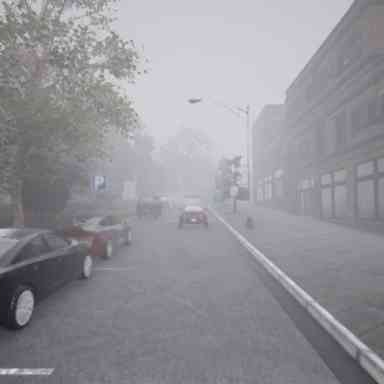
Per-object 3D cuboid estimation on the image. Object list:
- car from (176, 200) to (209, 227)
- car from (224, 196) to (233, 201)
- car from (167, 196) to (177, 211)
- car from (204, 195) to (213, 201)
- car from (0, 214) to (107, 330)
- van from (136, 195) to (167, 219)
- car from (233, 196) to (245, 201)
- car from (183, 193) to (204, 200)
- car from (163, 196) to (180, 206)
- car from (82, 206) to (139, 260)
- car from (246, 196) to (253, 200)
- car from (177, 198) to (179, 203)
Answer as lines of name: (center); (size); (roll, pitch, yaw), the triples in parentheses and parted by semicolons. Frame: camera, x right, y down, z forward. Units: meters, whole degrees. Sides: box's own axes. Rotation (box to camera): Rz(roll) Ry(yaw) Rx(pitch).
car: (0.089, 1.535, 22.640); (1.812, 1.442, 4.674); (0, 0, 0)
car: (6.812, 1.485, 78.368); (2.097, 1.535, 5.008); (-3, -3, 36)
car: (-3.424, 1.433, 40.657); (2.231, 1.521, 4.892); (0, 0, 2)
car: (3.376, 1.427, 73.620); (2.231, 1.521, 4.892); (-2, -1, 29)
car: (-3.648, 1.485, 6.993); (2.097, 1.535, 5.008); (0, 0, 2)
van: (-3.641, 1.246, 29.403); (1.878, 1.987, 4.442); (1, 0, 2)
car: (10.339, 1.572, 82.818); (2.231, 1.521, 4.892); (-4, -3, 42)
car: (0.104, 1.149, 42.309); (2.150, 2.045, 5.566); (0, 0, 0)
car: (-3.187, 1.368, 52.068); (2.097, 1.535, 5.008); (0, 0, 2)
car: (-3.654, 1.519, 12.599); (2.163, 1.488, 4.792); (0, 0, 2)
car: (14.447, 1.666, 86.615); (5.008, 1.535, 2.097); (0, -3, -40)
car: (-3.425, 1.273, 46.365); (2.185, 1.767, 4.553); (-1, 1, 2)
